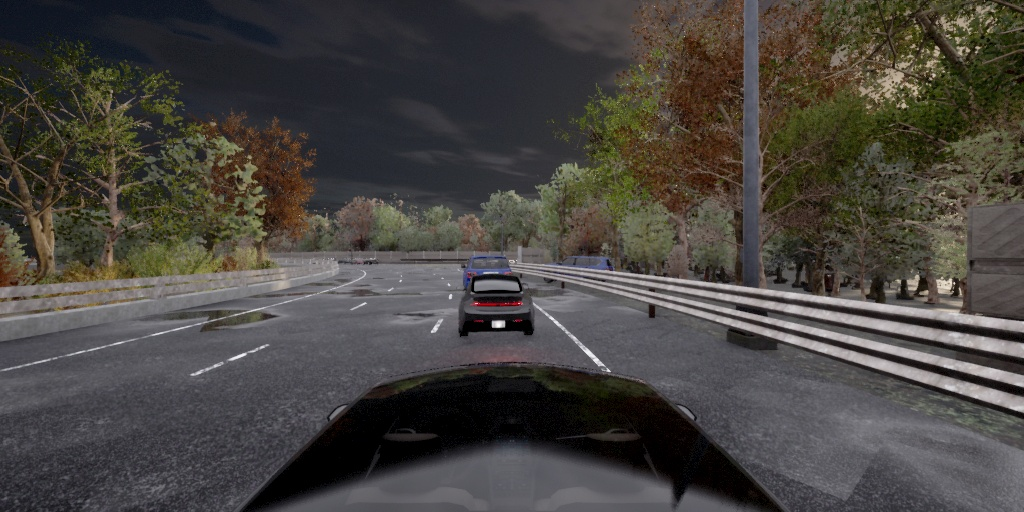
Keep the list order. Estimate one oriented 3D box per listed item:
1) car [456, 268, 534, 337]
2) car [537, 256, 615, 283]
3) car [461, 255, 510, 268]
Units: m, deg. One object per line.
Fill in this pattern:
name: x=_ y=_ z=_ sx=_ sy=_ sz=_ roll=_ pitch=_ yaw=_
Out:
car: x=-0.524 y=1.255 z=10.315 sx=1.837 sy=1.490 sz=4.892 roll=0 pitch=0 yaw=-5
car: x=4.691 y=1.002 z=26.228 sx=5.566 sy=2.045 sz=2.150 roll=3 pitch=1 yaw=24
car: x=-1.306 y=0.971 z=17.791 sx=2.150 sy=2.045 sz=5.566 roll=0 pitch=0 yaw=-9
